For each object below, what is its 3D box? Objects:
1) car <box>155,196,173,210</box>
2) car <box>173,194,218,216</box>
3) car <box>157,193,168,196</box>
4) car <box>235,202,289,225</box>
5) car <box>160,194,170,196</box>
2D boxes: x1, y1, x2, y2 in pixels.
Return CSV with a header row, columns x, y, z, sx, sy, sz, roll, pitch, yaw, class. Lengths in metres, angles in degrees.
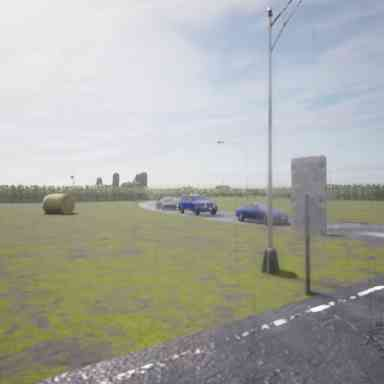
x,y,z,sx,sy,sz,roll,pitch,yaw,class
-3.415,1.571,43.275,2.033,1.411,5.357,-1,0,-19,car
0.463,1.234,33.547,2.150,2.045,5.566,-1,0,-27,car
-5.566,1.222,65.091,2.150,2.045,5.566,-1,0,-6,car
5.080,1.517,24.708,1.812,1.442,4.674,-1,0,-29,car
-3.808,1.520,54.915,1.812,1.442,4.674,-1,0,-12,car
